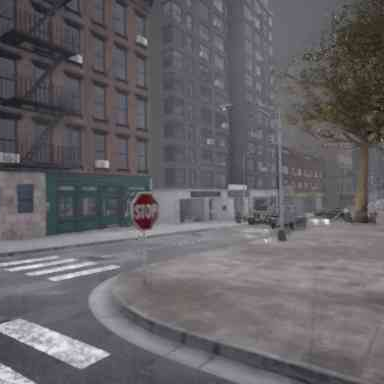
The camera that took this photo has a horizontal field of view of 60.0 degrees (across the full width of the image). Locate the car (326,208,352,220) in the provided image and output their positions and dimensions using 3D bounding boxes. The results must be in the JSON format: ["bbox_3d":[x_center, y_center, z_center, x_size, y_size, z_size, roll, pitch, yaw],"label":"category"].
[{"bbox_3d":[18.812,2.746,42.045,1.837,1.490,4.892,-1,-2,36],"label":"car"}]

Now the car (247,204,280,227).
[{"bbox_3d":[7.204,2.136,30.987,2.150,2.045,5.566,-2,-2,36],"label":"car"}]

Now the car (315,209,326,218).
[{"bbox_3d":[18.593,3.036,46.610,1.895,1.301,4.718,-1,-2,36],"label":"car"}]

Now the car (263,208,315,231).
[{"bbox_3d":[7.920,2.269,26.915,2.128,1.511,4.902,-1,-2,36],"label":"car"}]
